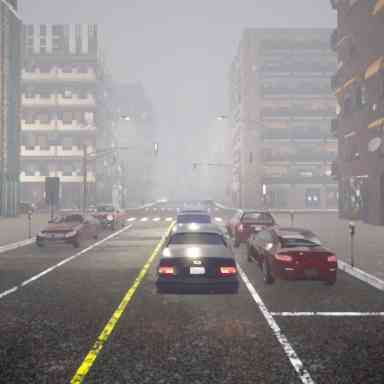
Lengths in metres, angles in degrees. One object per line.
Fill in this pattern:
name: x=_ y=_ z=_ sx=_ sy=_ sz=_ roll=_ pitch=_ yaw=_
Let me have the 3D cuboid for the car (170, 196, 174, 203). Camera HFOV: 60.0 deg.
car: x=-5.278 y=1.534 z=69.696 sx=1.752 sy=1.417 sz=4.829 roll=1 pitch=0 yaw=0

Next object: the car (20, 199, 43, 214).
car: x=-17.549 y=1.240 z=31.827 sx=5.009 sy=1.841 sz=2.192 roll=0 pitch=-1 yaw=0

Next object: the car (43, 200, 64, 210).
car: x=-17.608 y=1.589 z=39.703 sx=4.313 sy=1.339 sz=1.947 roll=0 pitch=-1 yaw=0

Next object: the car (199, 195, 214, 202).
car: x=2.595 y=1.558 z=52.880 sx=2.008 sy=1.369 sz=4.403 roll=1 pitch=0 yaw=0

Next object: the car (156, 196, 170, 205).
car: x=-5.283 y=1.533 z=58.354 sx=1.752 sy=1.417 sz=4.829 roll=1 pitch=0 yaw=0

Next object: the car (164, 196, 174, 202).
car: x=-5.276 y=1.575 z=75.537 sx=1.947 sy=1.339 sz=4.313 roll=1 pitch=0 yaw=0

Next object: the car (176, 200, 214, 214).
car: x=0.100 y=1.482 z=19.529 sx=1.882 sy=1.535 sz=5.008 roll=0 pitch=0 yaw=0

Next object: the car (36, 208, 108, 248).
car: x=-5.305 y=1.585 z=14.762 sx=1.802 sy=1.307 sz=4.206 roll=1 pitch=0 yaw=0

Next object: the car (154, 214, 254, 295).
car: x=0.104 y=1.549 z=8.887 sx=2.033 sy=1.411 sz=5.357 roll=0 pitch=0 yaw=0

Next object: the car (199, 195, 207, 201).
car: x=2.607 y=1.554 z=81.235 sx=1.887 sy=1.381 sz=4.507 roll=1 pitch=0 yaw=0

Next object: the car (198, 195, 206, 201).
car: x=2.609 y=1.560 z=86.905 sx=2.008 sy=1.369 sz=4.403 roll=1 pitch=0 yaw=0

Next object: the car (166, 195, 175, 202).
car: x=-5.274 y=1.554 z=81.208 sx=1.887 sy=1.381 sz=4.507 roll=1 pitch=0 yaw=0

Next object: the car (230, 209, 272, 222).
car: x=2.581 y=1.443 z=14.781 sx=1.967 sy=1.590 sz=4.097 roll=1 pitch=0 yaw=0

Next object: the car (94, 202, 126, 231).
car: x=-5.305 y=1.444 z=20.311 sx=1.967 sy=1.590 sz=4.097 roll=1 pitch=0 yaw=0

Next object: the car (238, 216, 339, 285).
car: x=2.577 y=1.584 z=9.231 sx=1.802 sy=1.307 sz=4.206 roll=1 pitch=0 yaw=0
